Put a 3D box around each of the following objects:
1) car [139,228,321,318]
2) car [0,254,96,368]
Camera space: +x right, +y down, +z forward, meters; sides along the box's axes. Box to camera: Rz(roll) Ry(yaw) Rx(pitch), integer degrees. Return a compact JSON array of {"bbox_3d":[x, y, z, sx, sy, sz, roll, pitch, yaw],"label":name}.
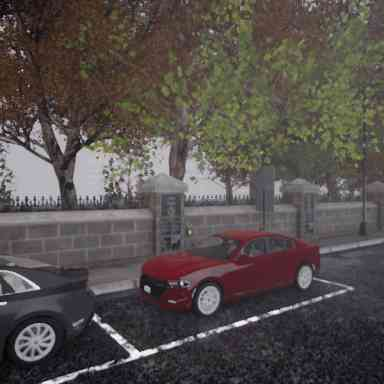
[{"bbox_3d":[1.011,1.541,7.421,4.507,1.381,1.887,0,0,-35],"label":"car"},{"bbox_3d":[-3.478,1.551,4.174,4.403,1.369,2.008,0,0,-35],"label":"car"}]
